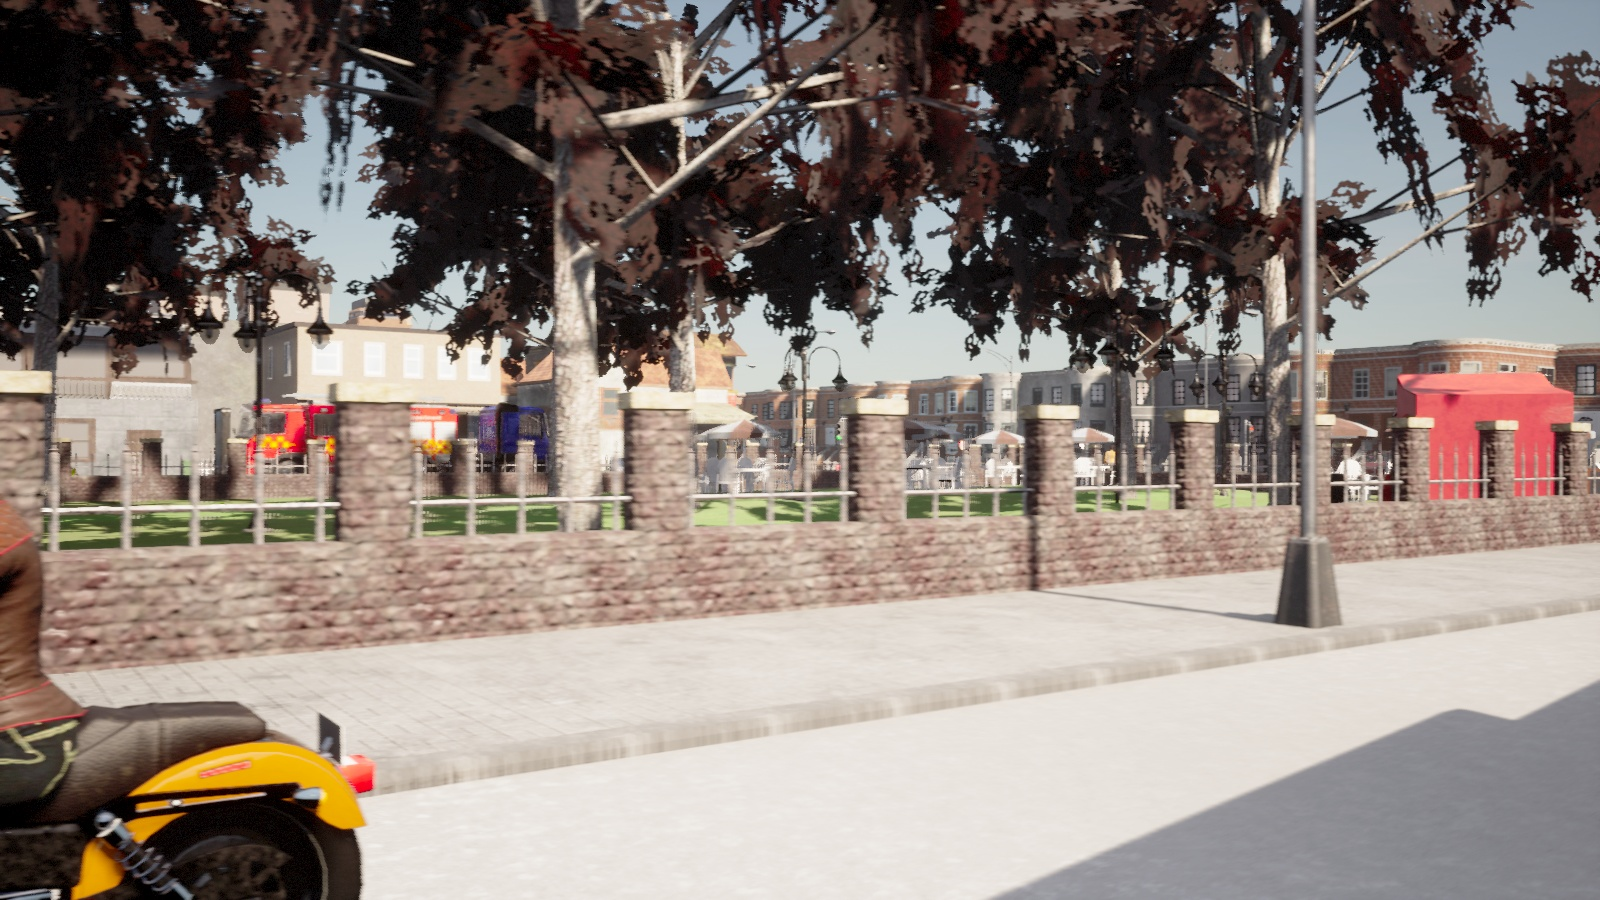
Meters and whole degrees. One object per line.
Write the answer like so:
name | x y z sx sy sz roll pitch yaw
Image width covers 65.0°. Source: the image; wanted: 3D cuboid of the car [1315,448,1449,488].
car | 25.081 0.755 54.280 2.033 1.649 4.856 0 0 -35

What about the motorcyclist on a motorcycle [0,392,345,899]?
motorcyclist on a motorcycle | -2.284 0.707 2.679 2.350 1.649 0.766 0 0 -35

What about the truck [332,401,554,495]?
truck | -14.019 -0.085 49.675 7.936 3.462 2.891 0 0 -35

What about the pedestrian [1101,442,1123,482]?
pedestrian | 14.653 0.569 59.036 0.874 1.855 0.900 0 0 6

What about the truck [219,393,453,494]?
truck | -18.815 -0.255 51.209 8.468 3.827 2.891 0 0 -35
